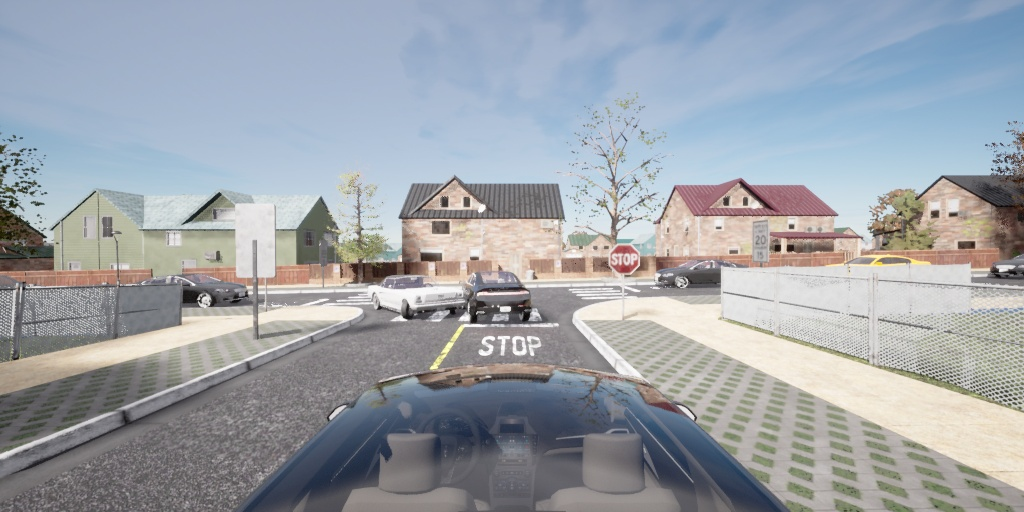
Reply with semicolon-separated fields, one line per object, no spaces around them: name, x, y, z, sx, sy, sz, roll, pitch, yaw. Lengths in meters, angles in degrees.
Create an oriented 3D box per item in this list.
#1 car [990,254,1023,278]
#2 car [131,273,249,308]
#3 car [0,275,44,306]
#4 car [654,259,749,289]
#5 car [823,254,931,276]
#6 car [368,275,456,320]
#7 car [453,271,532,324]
car;29.386;0.477;19.643;4.902;1.511;2.128;-1;1;0
car;-14.902;1.566;16.518;4.902;1.511;2.128;-1;1;0
car;-24.239;1.648;16.477;4.553;1.767;2.097;-1;1;0
car;10.331;0.925;19.570;4.902;1.511;2.128;-1;1;0
car;19.761;0.690;19.607;5.008;1.535;1.882;-1;1;-1
car;-3.602;1.368;13.022;1.895;1.301;4.718;0;0;-38
car;-0.685;1.242;12.162;2.128;1.511;4.902;0;0;-12
